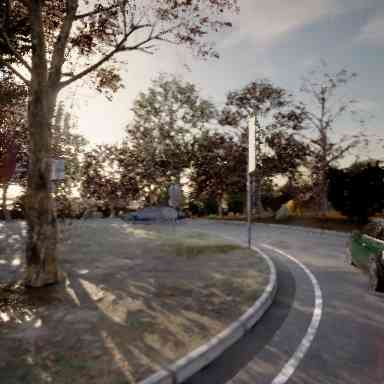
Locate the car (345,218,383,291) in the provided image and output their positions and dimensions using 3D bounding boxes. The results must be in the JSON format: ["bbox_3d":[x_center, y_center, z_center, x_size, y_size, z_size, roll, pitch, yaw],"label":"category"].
[{"bbox_3d":[5.788,1.498,9.319,2.097,1.767,4.553,0,-1,15],"label":"car"}]

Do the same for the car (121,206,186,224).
[{"bbox_3d":[-3.195,1.853,27.450,5.357,1.411,2.033,-2,-2,25],"label":"car"}]
